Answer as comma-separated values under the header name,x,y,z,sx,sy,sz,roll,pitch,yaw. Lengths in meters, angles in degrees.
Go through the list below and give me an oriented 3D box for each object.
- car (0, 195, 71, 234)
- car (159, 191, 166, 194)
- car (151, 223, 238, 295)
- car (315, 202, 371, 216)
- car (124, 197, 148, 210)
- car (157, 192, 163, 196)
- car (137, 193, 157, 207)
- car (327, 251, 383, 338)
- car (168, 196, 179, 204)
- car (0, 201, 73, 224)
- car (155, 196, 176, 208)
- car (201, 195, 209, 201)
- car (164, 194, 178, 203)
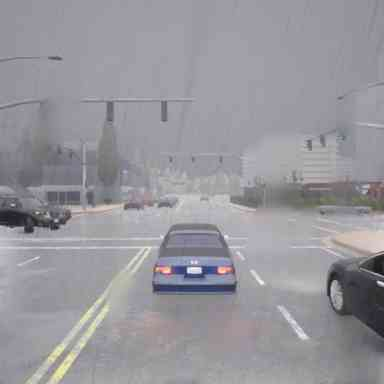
name,x,y,z,sx,sy,sz,roll,pitch,yaw
car,-9.867,1.224,19.132,5.566,2.045,2.150,0,-2,23
car,-7.259,0.839,78.915,2.150,2.045,5.566,0,0,0
car,0.053,1.547,8.881,2.033,1.411,5.357,0,0,0
car,14.343,1.600,31.804,4.718,1.301,1.895,0,0,1
car,-7.287,1.600,42.252,1.895,1.301,4.718,0,0,1
car,-7.260,1.351,63.834,2.097,1.767,4.553,0,0,0
car,-7.260,1.221,51.896,2.150,2.045,5.566,0,0,0
car,3.547,1.505,4.636,1.837,1.490,4.892,0,0,0
car,-3.748,1.563,66.696,1.994,1.385,4.181,0,0,0
car,-11.559,1.477,24.520,5.008,1.535,1.882,0,0,-10
car,-3.755,1.600,47.558,1.895,1.301,4.718,0,0,0
car,3.222,1.551,84.560,1.994,1.385,4.181,0,0,0
car,-3.771,1.490,56.828,2.128,1.511,4.902,0,0,0
